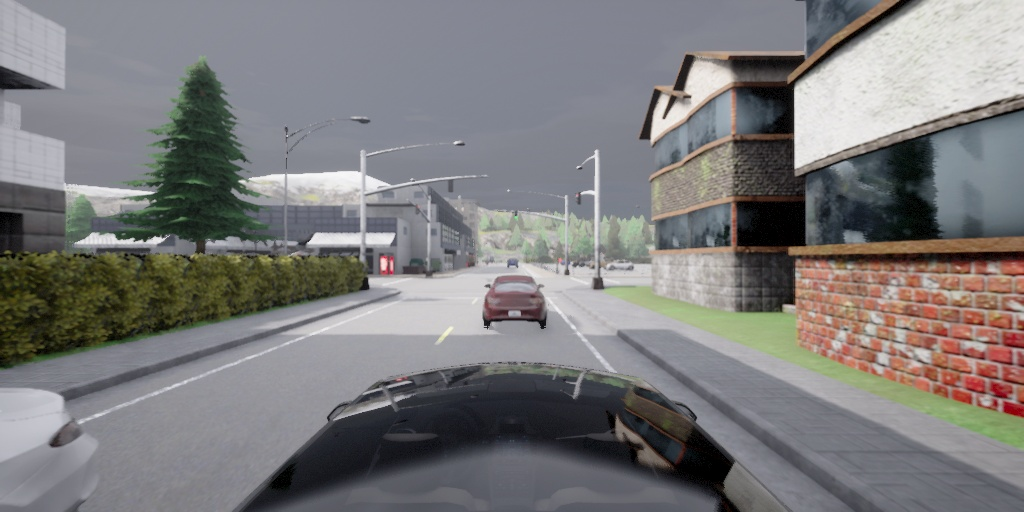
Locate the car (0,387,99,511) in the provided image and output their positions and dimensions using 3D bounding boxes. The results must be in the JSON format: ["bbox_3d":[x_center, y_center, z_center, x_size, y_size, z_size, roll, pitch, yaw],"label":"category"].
[{"bbox_3d":[-3.595,1.267,0.371,1.812,1.442,4.674,0,0,0],"label":"car"}]

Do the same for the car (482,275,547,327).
[{"bbox_3d":[0.086,1.341,11.635,1.812,1.442,4.674,0,0,0],"label":"car"}]
